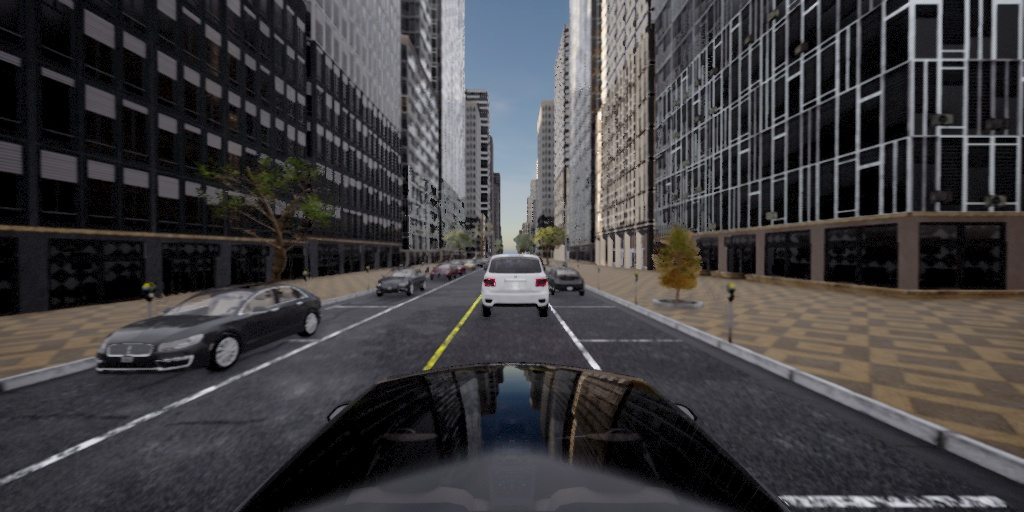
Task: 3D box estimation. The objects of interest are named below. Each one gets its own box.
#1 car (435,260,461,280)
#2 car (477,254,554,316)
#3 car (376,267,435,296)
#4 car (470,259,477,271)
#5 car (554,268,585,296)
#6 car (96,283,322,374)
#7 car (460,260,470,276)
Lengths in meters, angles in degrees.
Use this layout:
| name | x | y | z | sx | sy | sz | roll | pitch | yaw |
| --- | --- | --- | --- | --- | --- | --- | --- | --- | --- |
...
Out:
| name | x | y | z | sx | sy | sz | roll | pitch | yaw |
| --- | --- | --- | --- | --- | --- | --- | --- | --- | --- |
| car | -5.691 | 1.277 | 30.224 | 1.802 | 1.307 | 4.207 | 0 | 0 | 0 |
| car | 0.102 | 0.949 | 13.365 | 2.150 | 2.045 | 5.566 | 0 | 0 | 0 |
| car | -5.691 | 1.267 | 18.857 | 2.007 | 1.370 | 4.403 | 0 | 0 | 0 |
| car | -5.690 | 1.186 | 47.105 | 1.751 | 1.417 | 4.829 | 0 | 0 | 0 |
| car | 2.690 | 1.268 | 18.856 | 2.007 | 1.370 | 4.403 | 0 | 0 | 0 |
| car | -5.692 | 1.289 | 7.490 | 2.007 | 1.370 | 4.403 | 0 | 0 | 0 |
| car | -5.691 | 1.123 | 35.908 | 1.967 | 1.591 | 4.097 | 0 | 0 | 0 |
